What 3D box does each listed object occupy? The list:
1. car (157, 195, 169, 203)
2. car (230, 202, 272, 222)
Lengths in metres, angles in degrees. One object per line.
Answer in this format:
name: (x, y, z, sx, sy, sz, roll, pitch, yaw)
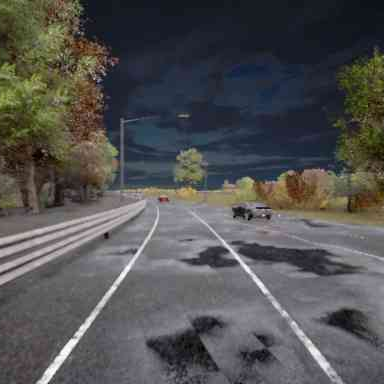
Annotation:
car: (-6.057, 1.369, 68.499, 1.882, 1.535, 5.008, 0, 0, -14)
car: (4.589, 1.504, 26.406, 2.128, 1.511, 4.902, 1, 0, -14)
